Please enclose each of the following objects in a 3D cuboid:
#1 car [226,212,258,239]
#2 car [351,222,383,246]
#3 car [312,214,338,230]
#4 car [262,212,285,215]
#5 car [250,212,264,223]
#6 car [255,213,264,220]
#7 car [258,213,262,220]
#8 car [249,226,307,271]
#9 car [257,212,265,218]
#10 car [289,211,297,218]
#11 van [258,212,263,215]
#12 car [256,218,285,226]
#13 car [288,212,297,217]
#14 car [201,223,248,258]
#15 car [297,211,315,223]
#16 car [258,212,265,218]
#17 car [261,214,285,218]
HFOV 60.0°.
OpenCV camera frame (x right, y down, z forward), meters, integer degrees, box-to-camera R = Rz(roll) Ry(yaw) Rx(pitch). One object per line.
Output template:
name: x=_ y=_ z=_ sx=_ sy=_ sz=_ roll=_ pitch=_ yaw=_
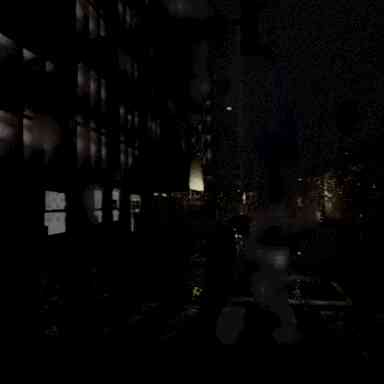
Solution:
car: x=4.052 y=2.871 z=27.755 sx=2.192 sy=1.841 sz=5.009 roll=-3 pitch=-3 yaw=13
car: x=11.350 y=2.607 z=21.111 sx=2.008 sy=1.369 sz=4.403 roll=-3 pitch=-3 yaw=13
car: x=14.842 y=3.404 z=36.569 sx=2.008 sy=1.369 sz=4.403 roll=-3 pitch=-3 yaw=13
car: x=10.447 y=3.778 z=42.957 sx=2.128 sy=1.511 sz=4.902 roll=-2 pitch=-3 yaw=14
car: x=11.866 y=4.564 z=60.735 sx=2.192 sy=1.841 sz=5.009 roll=-3 pitch=-3 yaw=13
car: x=15.648 y=5.623 z=76.871 sx=1.887 sy=1.381 sz=4.507 roll=-3 pitch=-3 yaw=13
car: x=6.660 y=3.547 z=38.492 sx=1.967 sy=1.590 sz=4.097 roll=-3 pitch=-3 yaw=13
car: x=3.626 y=2.362 z=13.994 sx=1.994 sy=1.385 sz=4.181 roll=-2 pitch=-3 yaw=13
car: x=18.126 y=6.148 z=87.472 sx=1.752 sy=1.417 sz=4.829 roll=-3 pitch=-3 yaw=13
car: x=25.056 y=5.418 z=80.362 sx=2.192 sy=1.841 sz=5.009 roll=-3 pitch=-3 yaw=13
van: x=9.350 y=4.037 z=49.969 sx=1.690 sy=1.788 sz=3.998 roll=-3 pitch=-3 yaw=13
car: x=5.751 y=2.815 z=23.114 sx=2.033 sy=1.411 sz=5.357 roll=-2 pitch=-3 yaw=13
car: x=27.581 y=6.221 z=91.112 sx=1.947 sy=1.339 sz=4.313 roll=-3 pitch=-3 yaw=13
car: x=1.682 y=2.605 z=17.688 sx=1.947 sy=1.339 sz=4.313 roll=-3 pitch=-3 yaw=13
car: x=18.765 y=4.035 z=53.449 sx=2.192 sy=1.841 sz=5.009 roll=-3 pitch=-3 yaw=13
car: x=19.384 y=6.424 z=92.855 sx=1.752 sy=1.417 sz=4.829 roll=-3 pitch=-3 yaw=13
car: x=8.062 y=3.278 z=32.954 sx=1.837 sy=1.490 sz=4.892 roll=-2 pitch=-3 yaw=13
